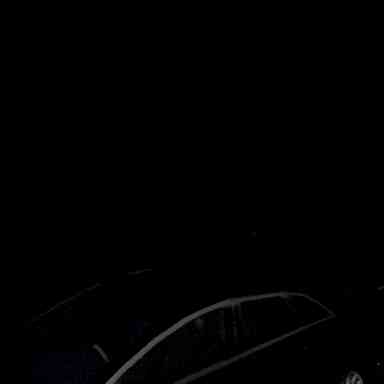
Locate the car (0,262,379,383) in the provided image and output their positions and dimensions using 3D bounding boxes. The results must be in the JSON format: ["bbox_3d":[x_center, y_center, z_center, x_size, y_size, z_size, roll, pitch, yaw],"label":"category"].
[{"bbox_3d":[-0.291,1.491,2.860,4.902,1.511,2.128,0,0,-35],"label":"car"}]
